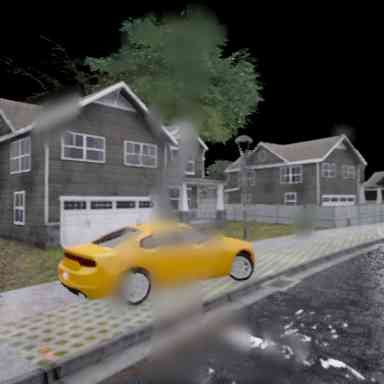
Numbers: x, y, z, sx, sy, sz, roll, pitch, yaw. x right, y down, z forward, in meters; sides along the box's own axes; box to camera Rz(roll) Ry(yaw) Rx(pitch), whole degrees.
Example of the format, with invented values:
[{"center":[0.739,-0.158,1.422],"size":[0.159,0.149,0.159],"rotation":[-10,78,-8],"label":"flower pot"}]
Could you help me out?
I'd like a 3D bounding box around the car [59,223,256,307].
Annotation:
[{"center":[-0.544,1.487,8.109],"size":[5.008,1.535,1.882],"rotation":[0,-1,-38],"label":"car"}]
